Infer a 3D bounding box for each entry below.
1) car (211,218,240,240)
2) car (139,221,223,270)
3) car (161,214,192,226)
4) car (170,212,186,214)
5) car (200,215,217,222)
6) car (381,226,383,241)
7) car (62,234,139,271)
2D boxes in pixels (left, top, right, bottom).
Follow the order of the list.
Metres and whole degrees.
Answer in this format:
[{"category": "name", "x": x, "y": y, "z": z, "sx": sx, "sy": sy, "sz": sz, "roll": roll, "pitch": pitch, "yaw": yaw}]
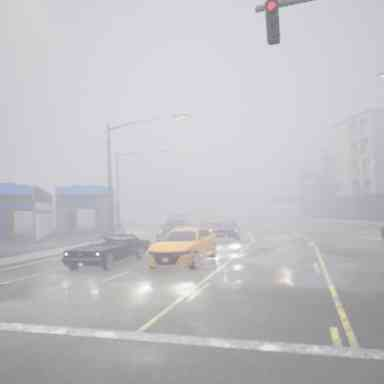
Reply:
[{"category": "car", "x": 2.683, "y": 2.906, "z": 25.391, "sx": 1.895, "sy": 1.301, "sz": 4.718, "roll": -3, "pitch": -3, "yaw": 8}, {"category": "car", "x": -0.241, "y": 2.318, "z": 14.578, "sx": 1.882, "sy": 1.535, "sz": 5.008, "roll": -3, "pitch": -3, "yaw": 17}, {"category": "car", "x": -1.085, "y": 2.765, "z": 24.549, "sx": 2.097, "sy": 1.767, "sz": 4.553, "roll": -3, "pitch": -3, "yaw": 10}, {"category": "car", "x": -1.659, "y": 3.681, "z": 43.452, "sx": 2.150, "sy": 2.045, "sz": 5.566, "roll": -1, "pitch": -3, "yaw": -16}, {"category": "car", "x": 2.289, "y": 3.678, "z": 41.679, "sx": 1.882, "sy": 1.535, "sz": 5.008, "roll": -2, "pitch": -3, "yaw": -12}, {"category": "car", "x": 11.958, "y": 2.111, "z": 18.345, "sx": 1.994, "sy": 1.385, "sz": 4.181, "roll": -3, "pitch": -3, "yaw": 15}, {"category": "car", "x": -3.686, "y": 2.612, "z": 15.127, "sx": 1.895, "sy": 1.301, "sz": 4.718, "roll": -3, "pitch": -3, "yaw": 17}]
